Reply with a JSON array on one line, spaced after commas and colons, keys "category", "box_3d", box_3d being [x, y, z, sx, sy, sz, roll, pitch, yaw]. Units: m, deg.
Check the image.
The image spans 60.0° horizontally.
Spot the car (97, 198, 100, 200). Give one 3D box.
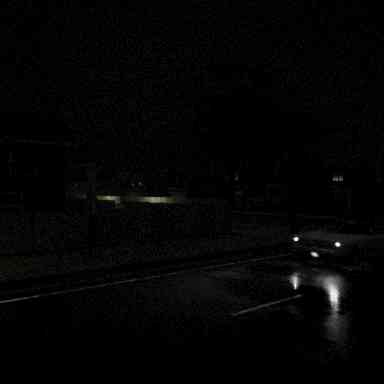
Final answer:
[{"category": "car", "box_3d": [-16.039, 1.654, 54.243, 1.994, 1.385, 4.181, 0, 0, -35]}]

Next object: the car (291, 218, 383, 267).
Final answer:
[{"category": "car", "box_3d": [5.570, 1.612, 11.503, 4.718, 1.301, 1.895, 0, 0, -35]}]
